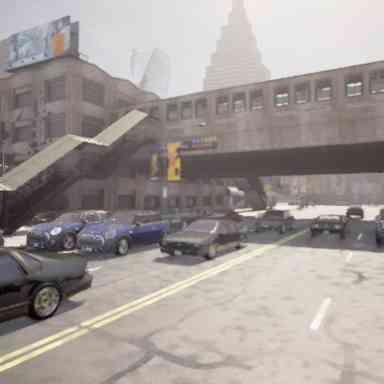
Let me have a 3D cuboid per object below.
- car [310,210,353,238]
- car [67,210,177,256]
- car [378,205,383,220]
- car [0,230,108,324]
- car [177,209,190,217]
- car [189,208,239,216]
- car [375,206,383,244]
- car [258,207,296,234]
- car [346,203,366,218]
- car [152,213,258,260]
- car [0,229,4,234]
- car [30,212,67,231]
[{"bbox_3d":[8.818,2.063,21.027,1.895,1.301,4.718,-1,-1,29],"label":"car"},{"bbox_3d":[-2.885,1.674,14.841,2.097,1.767,4.553,-1,-1,30],"label":"car"},{"bbox_3d":[22.587,2.329,38.112,2.128,1.511,4.902,-1,-2,30],"label":"car"},{"bbox_3d":[-4.134,1.668,5.510,2.033,1.411,5.357,-1,-1,30],"label":"car"},{"bbox_3d":[-0.243,2.035,25.538,2.231,1.521,4.892,-1,-2,39],"label":"car"},{"bbox_3d":[2.059,1.991,23.587,1.882,1.535,5.008,-1,-1,30],"label":"car"},{"bbox_3d":[11.037,1.747,17.843,2.097,1.767,4.553,-1,-1,29],"label":"car"},{"bbox_3d":[5.918,2.014,23.285,1.837,1.490,4.892,-1,-1,30],"label":"car"},{"bbox_3d":[20.006,2.394,40.652,1.837,1.490,4.892,-1,-2,30],"label":"car"},{"bbox_3d":[0.826,1.860,14.277,2.033,1.411,5.357,-1,-1,30],"label":"car"},{"bbox_3d":[-8.597,1.705,10.506,2.097,1.535,5.008,-1,-1,29],"label":"car"},{"bbox_3d":[-5.564,1.704,16.173,2.185,1.767,4.553,-1,-1,29],"label":"car"}]
